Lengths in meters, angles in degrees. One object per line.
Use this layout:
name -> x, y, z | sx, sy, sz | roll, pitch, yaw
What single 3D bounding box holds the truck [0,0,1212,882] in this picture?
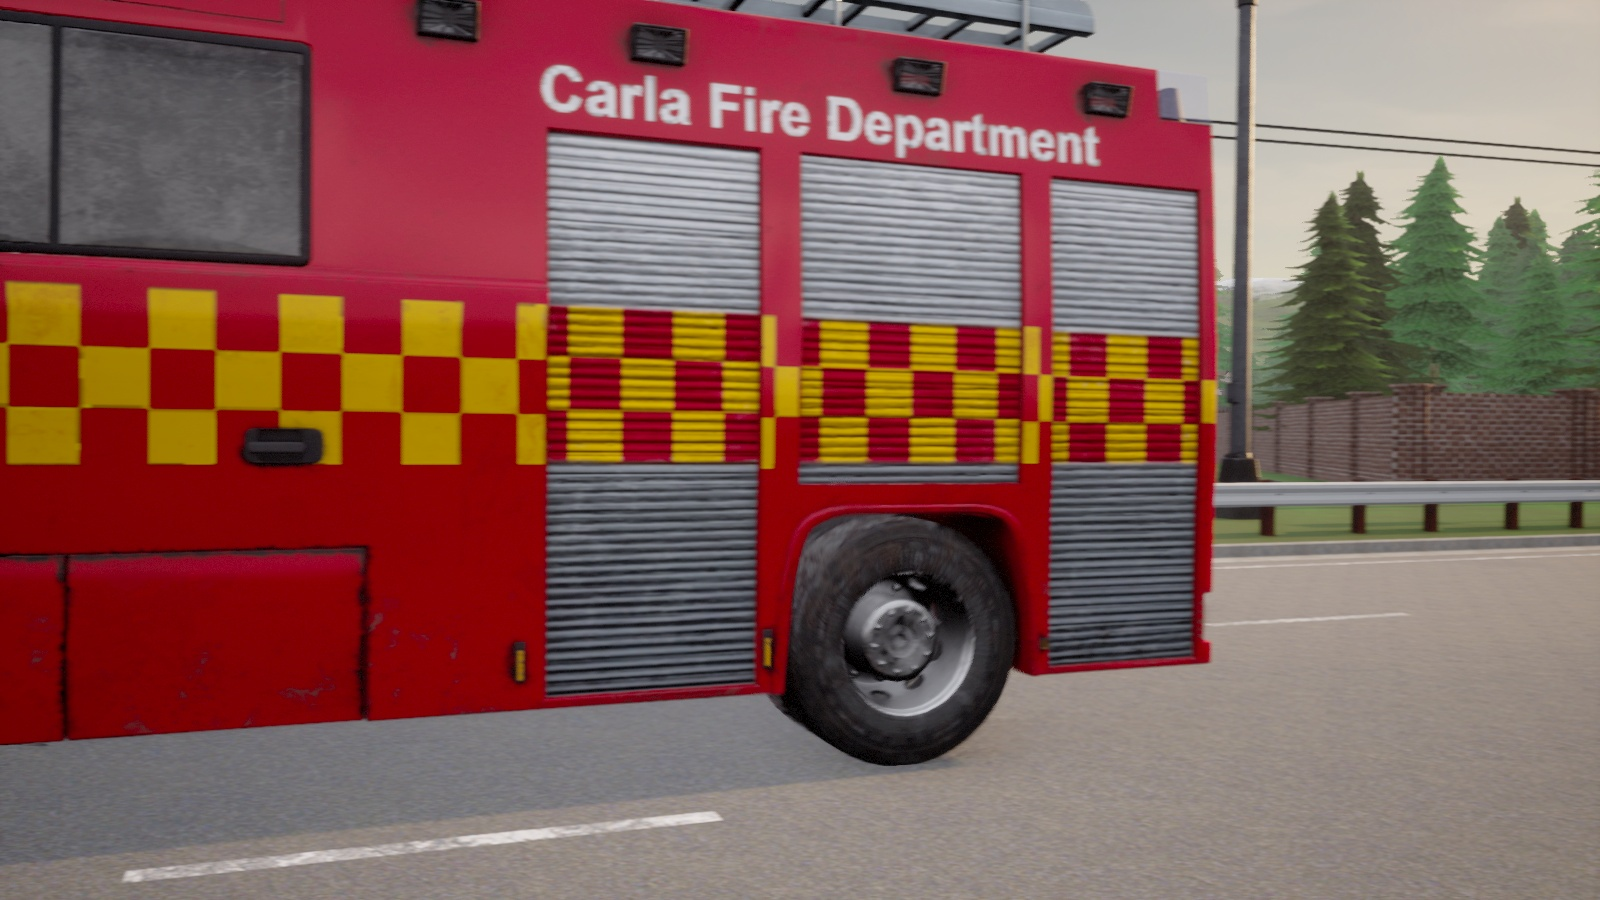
truck -> -2.448, -0.438, 6.038 | 8.468, 3.827, 2.891 | -1, 1, -21
